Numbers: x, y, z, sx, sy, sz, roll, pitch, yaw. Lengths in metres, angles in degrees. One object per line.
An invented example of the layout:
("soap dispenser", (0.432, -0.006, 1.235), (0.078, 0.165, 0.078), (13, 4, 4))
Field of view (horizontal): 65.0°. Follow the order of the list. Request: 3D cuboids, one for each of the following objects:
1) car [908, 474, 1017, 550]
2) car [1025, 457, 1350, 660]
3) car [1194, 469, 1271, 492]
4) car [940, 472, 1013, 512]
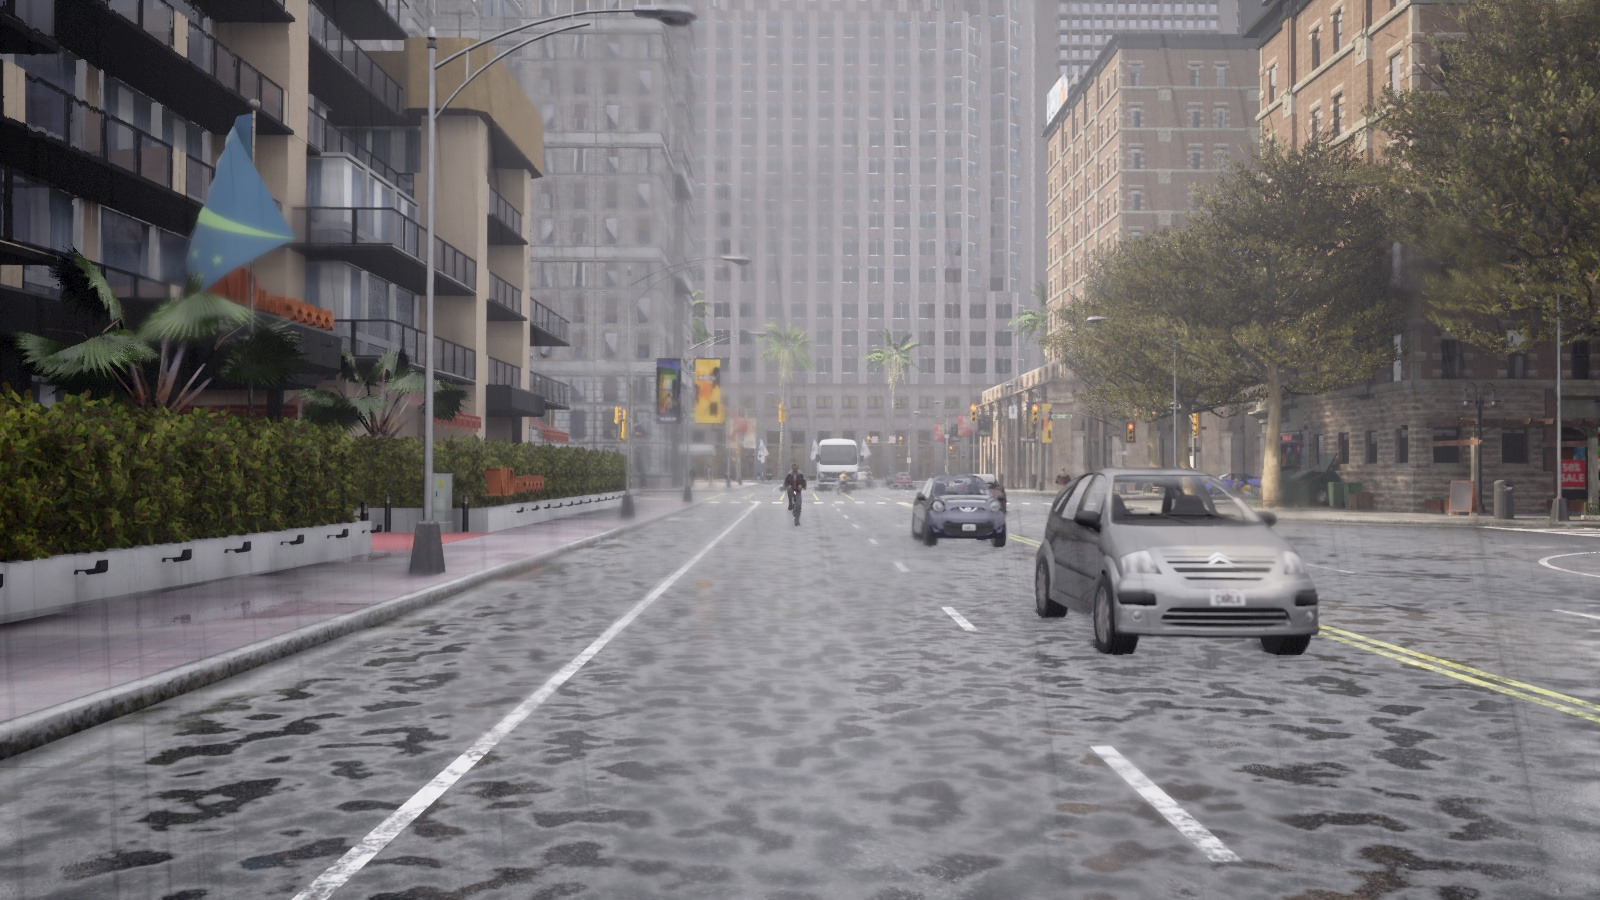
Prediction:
("car", (3.400, 1.266, 26.922), (1.845, 1.501, 3.633), (0, -1, 0))
("car", (3.454, 0.901, 12.029), (1.851, 1.617, 3.988), (0, -1, 0))
("car", (29.324, 2.072, 85.222), (4.514, 1.525, 2.007), (0, -1, 1))
("car", (6.819, 1.608, 48.996), (2.163, 1.488, 4.792), (0, -1, 0))
